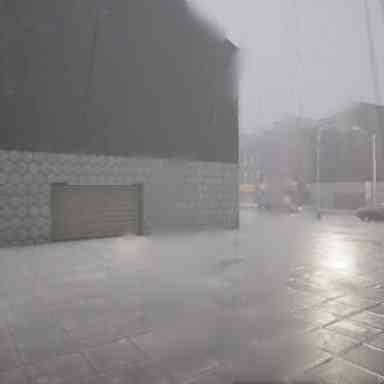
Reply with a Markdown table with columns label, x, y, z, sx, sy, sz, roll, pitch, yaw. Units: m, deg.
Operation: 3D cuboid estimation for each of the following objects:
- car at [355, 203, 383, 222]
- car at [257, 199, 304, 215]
| label | x | y | z | sx | sy | sz | roll | pitch | yaw |
| --- | --- | --- | --- | --- | --- | --- | --- | --- | --- |
| car | 14.390 | 1.577 | 24.237 | 1.812 | 1.442 | 4.674 | -1 | 1 | -34 |
| car | 8.572 | 1.408 | 32.405 | 2.128 | 1.511 | 4.902 | -1 | 1 | -35 |
